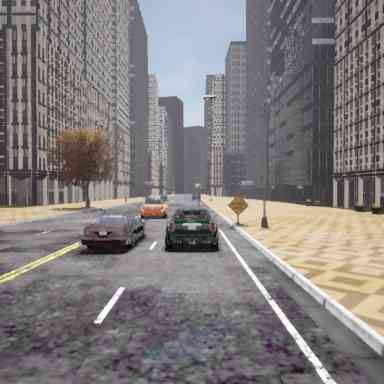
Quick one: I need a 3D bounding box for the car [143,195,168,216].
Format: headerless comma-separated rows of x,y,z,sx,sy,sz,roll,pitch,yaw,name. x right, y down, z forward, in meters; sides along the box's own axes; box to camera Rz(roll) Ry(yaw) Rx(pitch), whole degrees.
-3.250,1.357,29.624,2.097,1.767,4.553,0,0,0,car

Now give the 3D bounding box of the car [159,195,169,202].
-6.499,1.471,76.747,1.837,1.490,4.892,0,0,0,car

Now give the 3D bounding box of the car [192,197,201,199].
0.000,1.486,29.653,2.128,1.511,4.902,0,0,0,car

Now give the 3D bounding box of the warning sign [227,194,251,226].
2.865,1.108,20.605,1.300,1.860,1.060,1,1,0,warning sign

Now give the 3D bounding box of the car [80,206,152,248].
-3.250,1.558,14.653,2.033,1.411,5.357,0,0,0,car

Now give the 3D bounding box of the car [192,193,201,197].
1.139,1.177,86.660,2.150,2.045,5.566,0,0,0,car

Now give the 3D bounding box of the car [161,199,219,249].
0.000,1.361,14.622,2.097,1.767,4.553,0,0,0,car

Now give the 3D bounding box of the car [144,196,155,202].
-9.750,1.566,76.717,1.895,1.301,4.718,0,0,0,car
